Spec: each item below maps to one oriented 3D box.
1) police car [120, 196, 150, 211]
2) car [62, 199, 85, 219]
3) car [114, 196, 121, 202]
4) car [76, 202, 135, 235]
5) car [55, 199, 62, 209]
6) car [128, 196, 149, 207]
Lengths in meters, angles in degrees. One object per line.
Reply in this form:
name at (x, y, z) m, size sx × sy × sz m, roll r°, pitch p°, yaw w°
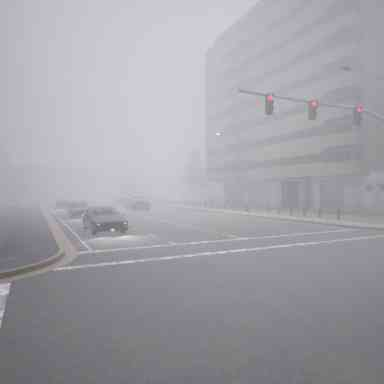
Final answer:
police car at (-6.411, 1.360, 38.450) m, size 1.930 × 1.638 × 5.238 m, roll -1°, pitch 0°, yaw -25°
car at (-10.094, 1.543, 29.676) m, size 2.033 × 1.411 × 5.357 m, roll -1°, pitch 0°, yaw -25°
car at (-12.512, 1.372, 59.397) m, size 1.882 × 1.535 × 5.008 m, roll -1°, pitch 0°, yaw -25°
car at (-5.209, 1.549, 19.420) m, size 2.033 × 1.411 × 5.357 m, roll -1°, pitch 0°, yaw -26°
car at (-17.705, 1.586, 45.773) m, size 1.895 × 1.301 × 4.718 m, roll -1°, pitch 0°, yaw -25°
car at (-8.163, 1.378, 50.377) m, size 1.882 × 1.535 × 5.008 m, roll -1°, pitch 0°, yaw -25°
